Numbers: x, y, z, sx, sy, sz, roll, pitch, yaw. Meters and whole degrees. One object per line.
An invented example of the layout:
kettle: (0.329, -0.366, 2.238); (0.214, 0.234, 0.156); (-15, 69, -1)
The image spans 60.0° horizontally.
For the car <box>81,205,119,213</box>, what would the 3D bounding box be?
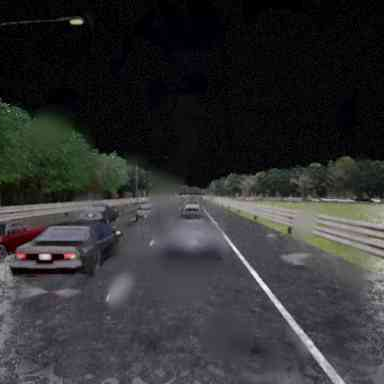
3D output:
car: (-6.975, 1.696, 25.430); (2.033, 1.411, 5.357); (0, 0, 0)

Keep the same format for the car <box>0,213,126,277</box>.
car: (-3.477, 1.606, 10.423); (2.033, 1.411, 5.357); (0, 0, 0)

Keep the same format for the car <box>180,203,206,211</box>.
car: (0.049, 1.667, 27.609); (1.837, 1.490, 4.892); (0, 0, 1)

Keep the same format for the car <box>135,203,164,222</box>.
car: (-3.452, 1.653, 27.586); (2.128, 1.511, 4.902); (0, 0, 1)

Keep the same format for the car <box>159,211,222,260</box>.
car: (0.049, 1.637, 12.787); (1.994, 1.385, 4.181); (0, 0, 1)

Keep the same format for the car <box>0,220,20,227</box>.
car: (-6.960, 1.669, 11.961); (1.895, 1.301, 4.718); (0, 0, 1)
